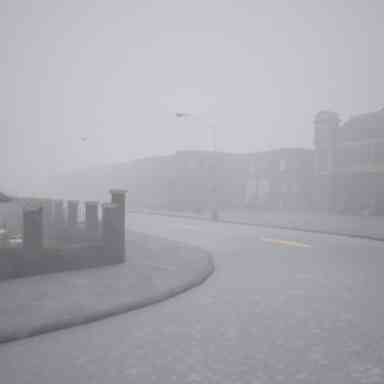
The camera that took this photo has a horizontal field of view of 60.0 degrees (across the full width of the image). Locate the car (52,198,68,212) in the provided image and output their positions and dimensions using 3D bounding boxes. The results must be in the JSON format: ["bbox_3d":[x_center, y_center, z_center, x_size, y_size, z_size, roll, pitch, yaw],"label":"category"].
[{"bbox_3d":[-15.676,1.477,39.029,2.128,1.511,4.902,0,0,-35],"label":"car"}]
